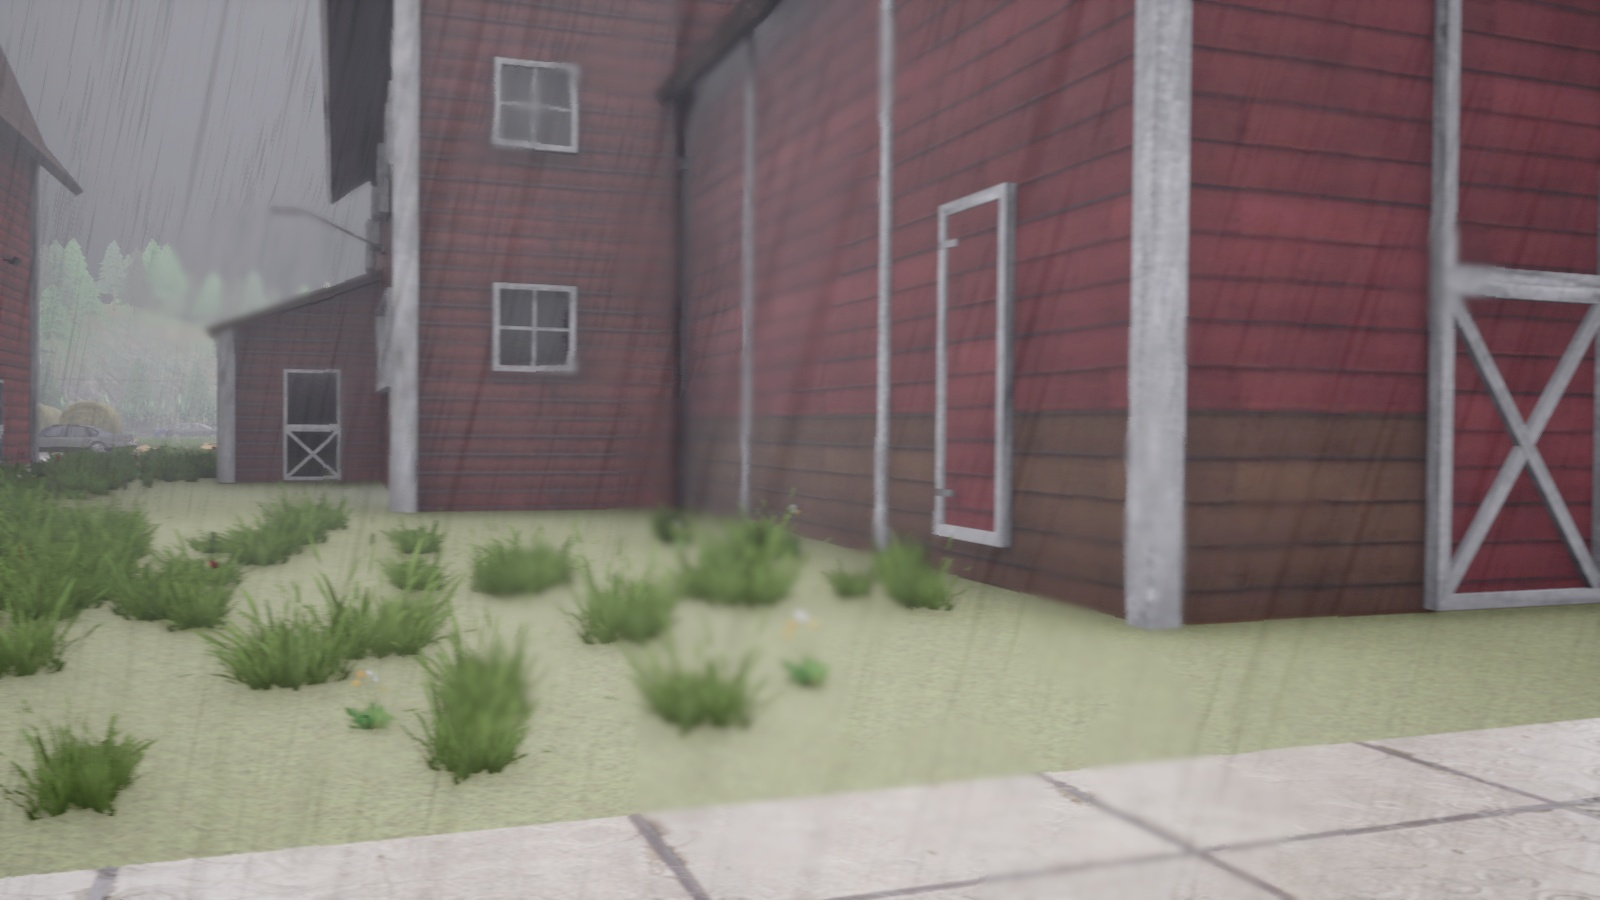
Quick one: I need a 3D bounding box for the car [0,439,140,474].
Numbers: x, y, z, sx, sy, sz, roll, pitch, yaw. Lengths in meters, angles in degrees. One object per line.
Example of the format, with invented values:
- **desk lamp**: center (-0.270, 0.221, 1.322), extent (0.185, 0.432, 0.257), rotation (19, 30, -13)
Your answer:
- **car**: center (-31.880, 0.271, 54.665), extent (5.357, 1.411, 2.033), rotation (-1, 1, -20)
